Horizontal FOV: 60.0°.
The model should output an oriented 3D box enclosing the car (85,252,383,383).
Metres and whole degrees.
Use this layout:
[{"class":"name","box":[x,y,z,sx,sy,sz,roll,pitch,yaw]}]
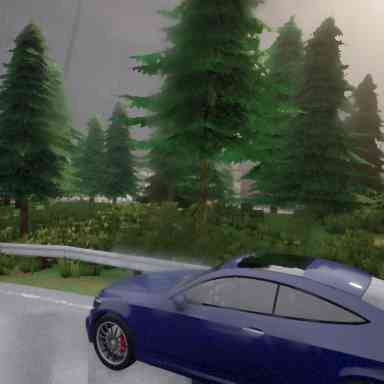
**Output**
[{"class":"car","box":[0.796,1.499,4.072,4.674,1.442,1.812,1,1,31]}]
